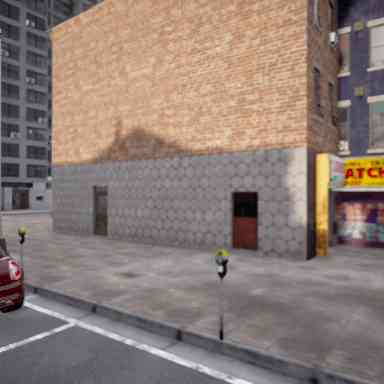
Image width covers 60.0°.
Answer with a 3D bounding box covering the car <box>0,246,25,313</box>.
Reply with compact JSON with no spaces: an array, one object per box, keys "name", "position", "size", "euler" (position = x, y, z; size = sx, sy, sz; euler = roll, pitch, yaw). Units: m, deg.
[{"name":"car","position":[-5.092,1.458,6.440],"size":[4.097,1.590,1.967],"euler":[0,0,36]}]
